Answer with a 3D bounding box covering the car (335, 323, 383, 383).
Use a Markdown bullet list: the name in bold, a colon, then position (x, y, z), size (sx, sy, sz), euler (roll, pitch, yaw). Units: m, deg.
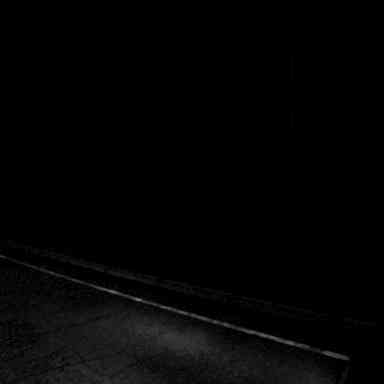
- **car**: position (3.270, 1.608, 1.700), size (4.718, 1.301, 1.895), euler (0, 0, 35)
